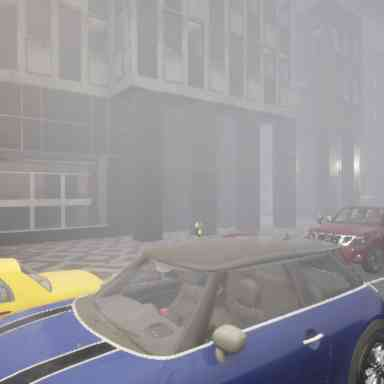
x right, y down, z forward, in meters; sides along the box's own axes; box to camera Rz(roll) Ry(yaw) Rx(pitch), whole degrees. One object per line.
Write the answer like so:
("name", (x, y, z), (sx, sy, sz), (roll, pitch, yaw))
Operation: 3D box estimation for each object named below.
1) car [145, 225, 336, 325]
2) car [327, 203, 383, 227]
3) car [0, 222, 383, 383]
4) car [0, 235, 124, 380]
("car", (1.235, 1.582, 7.528), (4.206, 1.307, 1.802), (0, 0, -35))
("car", (5.798, 1.314, 10.779), (5.009, 1.841, 2.192), (0, 0, -35))
("car", (0.051, 1.352, 3.413), (4.553, 1.767, 2.097), (0, 0, -35))
("car", (-3.466, 1.525, 4.180), (4.829, 1.417, 1.752), (0, 0, -35))
